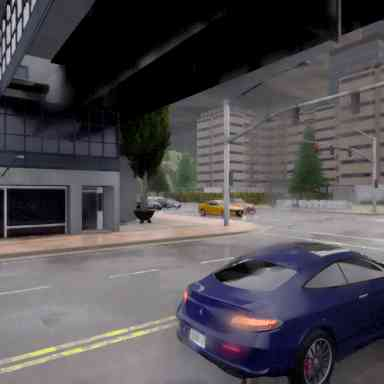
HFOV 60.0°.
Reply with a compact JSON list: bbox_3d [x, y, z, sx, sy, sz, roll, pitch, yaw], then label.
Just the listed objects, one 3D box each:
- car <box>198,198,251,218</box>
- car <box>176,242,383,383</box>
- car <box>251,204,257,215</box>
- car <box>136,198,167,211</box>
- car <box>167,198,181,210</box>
[{"bbox_3d":[2.538,1.478,29.621,1.882,1.535,5.008,0,0,-36],"label":"car"},{"bbox_3d":[1.947,1.526,5.185,4.674,1.442,1.812,0,0,-35],"label":"car"},{"bbox_3d":[4.304,1.352,33.150,2.097,1.767,4.553,0,0,-36],"label":"car"},{"bbox_3d":[-5.310,1.564,40.492,1.994,1.385,4.181,0,0,-36],"label":"car"},{"bbox_3d":[-3.272,1.488,43.650,2.128,1.511,4.902,0,0,-36],"label":"car"}]
